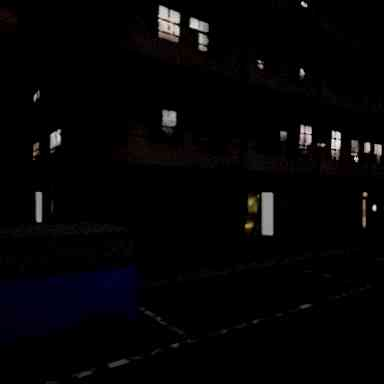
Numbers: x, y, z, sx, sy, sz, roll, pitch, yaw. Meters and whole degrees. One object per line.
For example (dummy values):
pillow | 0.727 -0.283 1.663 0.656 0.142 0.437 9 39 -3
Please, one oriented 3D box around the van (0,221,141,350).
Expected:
van | -2.699 1.345 4.647 3.998 1.788 1.690 1 -1 -35
